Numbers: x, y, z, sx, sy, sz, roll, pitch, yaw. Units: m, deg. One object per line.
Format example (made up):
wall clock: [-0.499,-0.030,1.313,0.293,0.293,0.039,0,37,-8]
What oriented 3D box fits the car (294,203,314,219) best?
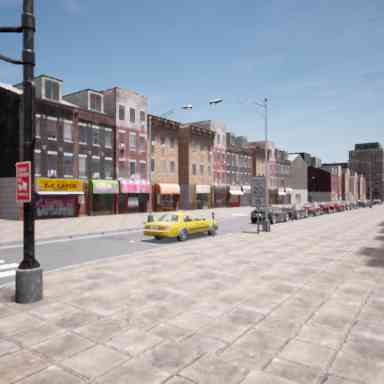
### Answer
car: [9.311,1.739,30.494,2.008,1.369,4.403,-1,-1,35]

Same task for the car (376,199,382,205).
car: [45.131,2.456,80.951,2.008,1.369,4.403,-2,-2,35]

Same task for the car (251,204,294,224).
car: [6.055,1.711,25.906,1.947,1.339,4.313,-1,-1,35]

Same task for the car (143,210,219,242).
car: [-0.360,1.594,16.870,1.752,1.417,4.829,-1,-1,35]

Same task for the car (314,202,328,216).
car: [12.568,1.817,35.080,1.802,1.307,4.206,-1,-1,35]

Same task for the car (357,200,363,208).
car: [25.593,2.009,53.430,2.008,1.369,4.403,-1,-1,35]

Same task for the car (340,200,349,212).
car: [19.079,1.780,44.257,1.967,1.590,4.097,-1,-1,35]

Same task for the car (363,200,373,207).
car: [32.107,2.142,62.605,2.008,1.369,4.403,-1,-1,35]

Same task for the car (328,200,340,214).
car: [15.824,1.830,39.668,1.887,1.381,4.507,-1,-1,35]

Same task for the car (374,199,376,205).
car: [35.362,2.207,67.191,1.887,1.381,4.507,-1,-2,35]

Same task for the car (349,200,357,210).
car: [22.337,1.948,48.843,2.008,1.369,4.403,-1,-1,35]
